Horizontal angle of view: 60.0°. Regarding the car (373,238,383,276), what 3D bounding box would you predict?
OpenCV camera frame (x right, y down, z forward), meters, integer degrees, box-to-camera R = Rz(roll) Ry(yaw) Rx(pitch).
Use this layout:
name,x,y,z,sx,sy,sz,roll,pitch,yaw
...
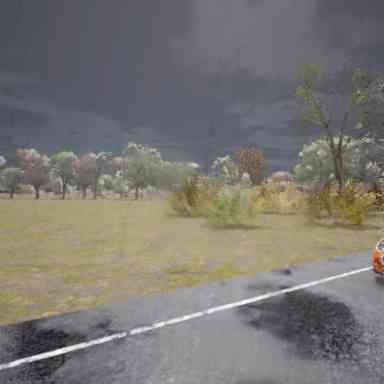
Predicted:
name,x,y,z,sx,sy,sz,roll,pitch,yaw
car,6.861,1.354,8.988,4.553,1.767,2.097,0,0,-36
